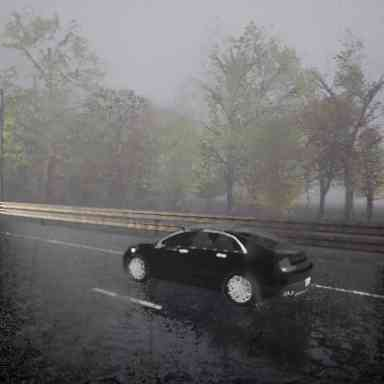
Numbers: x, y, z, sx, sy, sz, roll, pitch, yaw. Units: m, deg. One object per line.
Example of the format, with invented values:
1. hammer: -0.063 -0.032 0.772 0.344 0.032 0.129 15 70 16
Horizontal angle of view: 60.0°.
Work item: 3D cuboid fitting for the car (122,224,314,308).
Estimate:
1. car: 0.366 1.537 8.094 4.892 1.490 1.837 0 0 37
